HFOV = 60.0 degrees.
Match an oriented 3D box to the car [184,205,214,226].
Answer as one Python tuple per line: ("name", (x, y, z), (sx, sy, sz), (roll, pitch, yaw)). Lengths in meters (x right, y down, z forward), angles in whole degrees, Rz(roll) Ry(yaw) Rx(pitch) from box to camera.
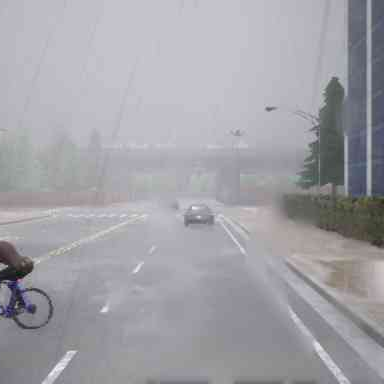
("car", (0.486, 1.564, 23.230), (1.994, 1.385, 4.181), (0, 0, 1))

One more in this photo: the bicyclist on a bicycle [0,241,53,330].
("bicyclist on a bicycle", (-3.087, 1.455, 5.392), (1.656, 1.620, 0.582), (-2, 0, 1))

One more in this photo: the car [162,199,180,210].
("car", (-2.673, 1.517, 42.667), (1.994, 1.385, 4.181), (0, 0, 1))
